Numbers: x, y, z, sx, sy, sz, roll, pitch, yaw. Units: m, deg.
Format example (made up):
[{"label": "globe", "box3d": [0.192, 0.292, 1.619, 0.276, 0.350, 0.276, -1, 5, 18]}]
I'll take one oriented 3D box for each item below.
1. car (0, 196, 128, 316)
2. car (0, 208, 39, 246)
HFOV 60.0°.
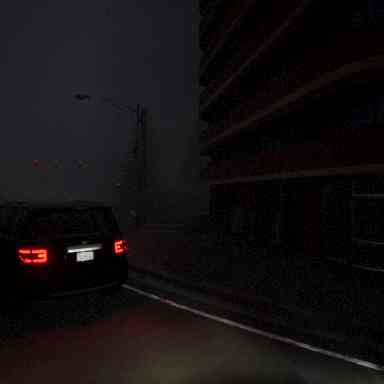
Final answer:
[{"label": "car", "box3d": [-3.583, 1.221, 7.907, 2.150, 2.045, 5.566, 0, 0, -40]}, {"label": "car", "box3d": [-8.449, 1.564, 15.879, 1.994, 1.385, 4.181, 0, 0, -26]}]
